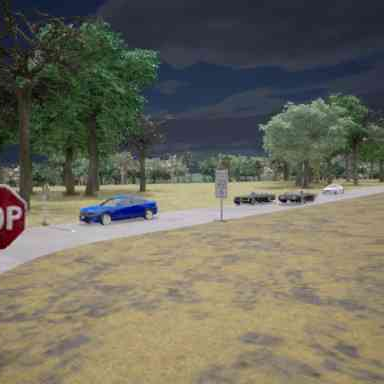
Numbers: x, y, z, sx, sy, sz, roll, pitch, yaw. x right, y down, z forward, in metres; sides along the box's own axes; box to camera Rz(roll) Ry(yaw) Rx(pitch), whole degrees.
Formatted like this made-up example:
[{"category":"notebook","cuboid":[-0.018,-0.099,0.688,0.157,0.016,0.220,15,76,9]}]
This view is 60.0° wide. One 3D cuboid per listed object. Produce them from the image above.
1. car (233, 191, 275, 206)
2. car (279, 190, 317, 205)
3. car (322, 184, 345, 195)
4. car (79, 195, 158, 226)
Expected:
[{"category":"car","cuboid":[5.857,0.555,31.314,1.895,1.301,4.718,1,3,42]},{"category":"car","cuboid":[10.230,0.451,31.785,1.895,1.301,4.718,1,3,42]},{"category":"car","cuboid":[19.918,-0.393,46.875,1.812,1.442,4.674,1,3,42]},{"category":"car","cuboid":[-4.294,1.008,19.975,1.882,1.535,5.008,1,3,42]}]
